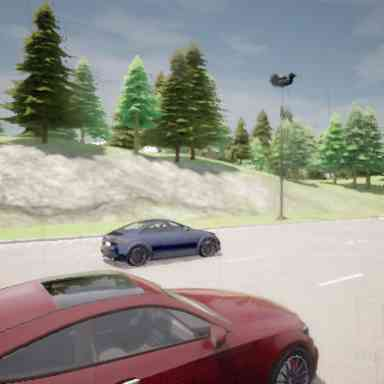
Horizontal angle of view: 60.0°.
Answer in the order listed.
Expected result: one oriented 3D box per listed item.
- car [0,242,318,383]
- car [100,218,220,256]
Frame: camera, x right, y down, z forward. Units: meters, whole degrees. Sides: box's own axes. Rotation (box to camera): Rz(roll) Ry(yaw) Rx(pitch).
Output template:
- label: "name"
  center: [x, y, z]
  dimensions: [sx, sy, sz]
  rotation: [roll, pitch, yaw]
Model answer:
- label: "car"
  center: [-0.755, 1.536, 3.206]
  dimensions: [4.674, 1.442, 1.812]
  rotation: [1, 0, -35]
- label: "car"
  center: [-1.016, 1.620, 11.619]
  dimensions: [4.181, 1.385, 1.994]
  rotation: [1, 0, -35]
